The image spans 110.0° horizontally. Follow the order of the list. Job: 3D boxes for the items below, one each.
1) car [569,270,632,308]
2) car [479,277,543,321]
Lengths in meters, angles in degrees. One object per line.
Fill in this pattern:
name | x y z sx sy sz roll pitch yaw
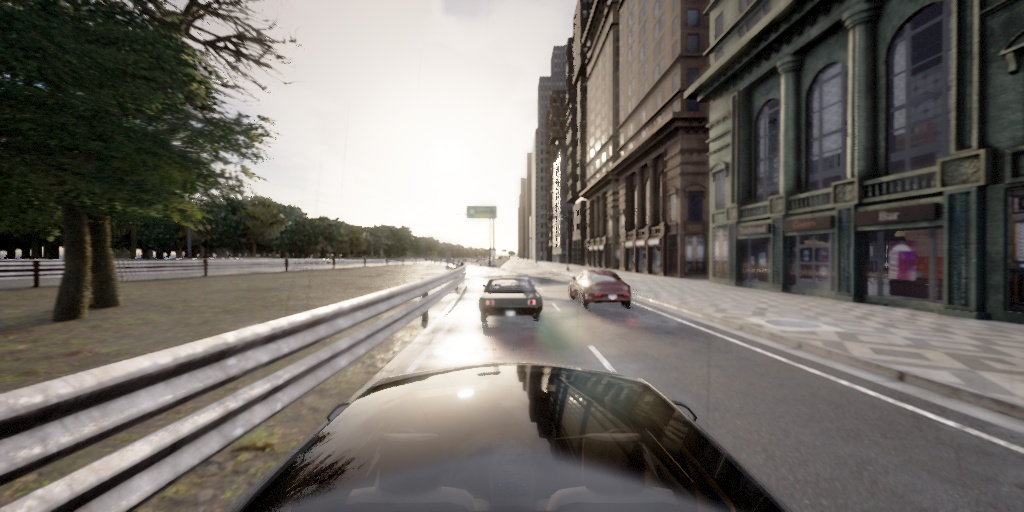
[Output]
car | 3.600 1.300 15.122 1.812 1.442 4.674 0 0 0
car | -0.107 1.368 12.500 1.895 1.301 4.718 0 0 -2
